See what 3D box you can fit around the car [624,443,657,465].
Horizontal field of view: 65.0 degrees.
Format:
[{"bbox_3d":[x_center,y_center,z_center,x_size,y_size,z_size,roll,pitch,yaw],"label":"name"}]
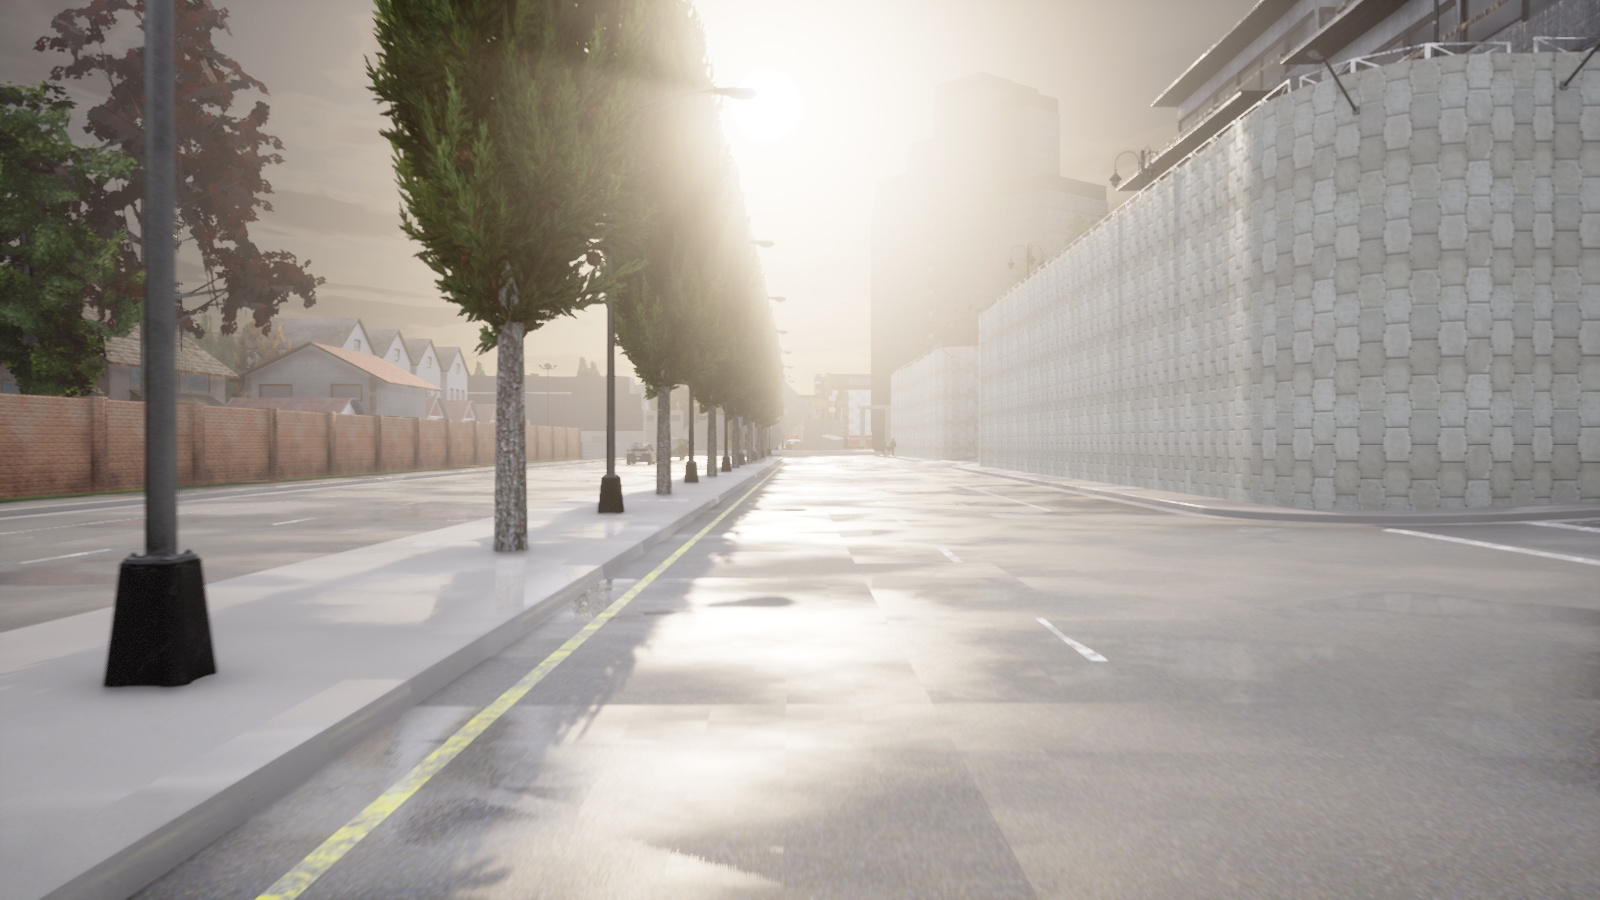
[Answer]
[{"bbox_3d":[-10.952,0.266,86.380,1.845,1.501,3.633,0,0,0],"label":"car"}]
